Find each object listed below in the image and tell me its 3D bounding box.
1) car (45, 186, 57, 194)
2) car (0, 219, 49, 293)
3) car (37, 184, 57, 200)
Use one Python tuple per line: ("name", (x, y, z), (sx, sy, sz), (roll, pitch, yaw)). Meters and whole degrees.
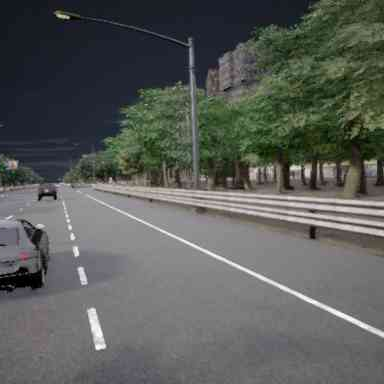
("car", (-28.519, -0.424, 67.287), (2.033, 1.411, 5.357), (-3, 3, -22))
("car", (-4.595, 1.360, 8.020), (1.994, 1.385, 4.181), (-3, 3, -22))
("car", (-19.133, -0.050, 43.986), (2.150, 2.045, 5.566), (-3, 3, -22))
